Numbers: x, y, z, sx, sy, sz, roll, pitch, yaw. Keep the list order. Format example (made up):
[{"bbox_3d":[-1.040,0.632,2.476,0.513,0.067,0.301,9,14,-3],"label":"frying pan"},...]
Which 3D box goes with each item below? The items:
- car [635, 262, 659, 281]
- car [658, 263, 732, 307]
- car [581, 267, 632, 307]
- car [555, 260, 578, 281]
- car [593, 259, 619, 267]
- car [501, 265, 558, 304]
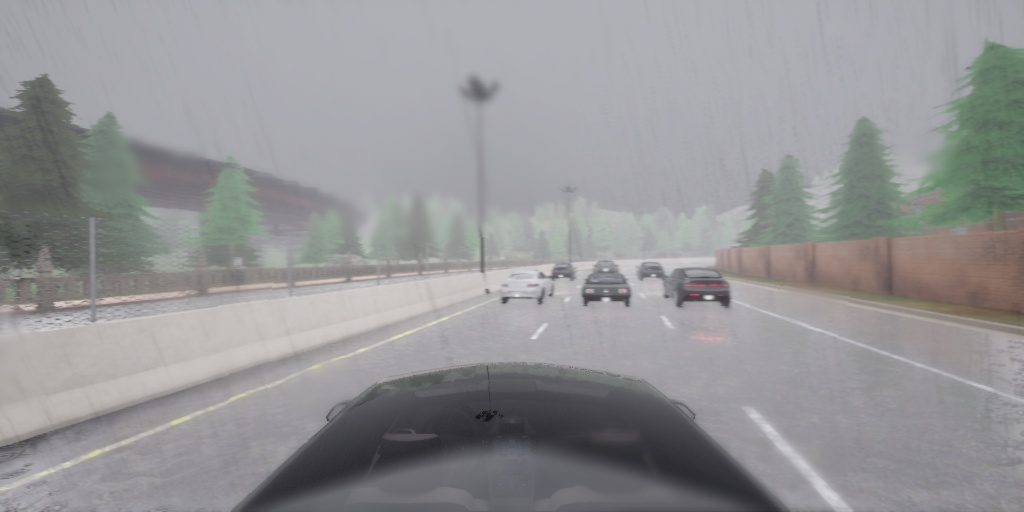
[{"bbox_3d":[11.339,1.211,29.487,1.837,1.490,4.892,-1,0,15],"label":"car"},{"bbox_3d":[7.545,1.196,14.981,1.837,1.490,4.892,-1,0,15],"label":"car"},{"bbox_3d":[4.108,1.357,15.672,1.895,1.301,4.718,-1,0,15],"label":"car"},{"bbox_3d":[4.569,1.346,31.263,1.837,1.490,4.892,-1,0,15],"label":"car"},{"bbox_3d":[7.889,1.121,30.162,2.097,1.767,4.553,-1,-1,15],"label":"car"},{"bbox_3d":[0.795,1.349,16.824,1.812,1.442,4.674,-1,0,15],"label":"car"}]
